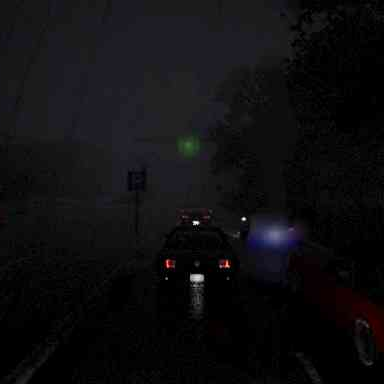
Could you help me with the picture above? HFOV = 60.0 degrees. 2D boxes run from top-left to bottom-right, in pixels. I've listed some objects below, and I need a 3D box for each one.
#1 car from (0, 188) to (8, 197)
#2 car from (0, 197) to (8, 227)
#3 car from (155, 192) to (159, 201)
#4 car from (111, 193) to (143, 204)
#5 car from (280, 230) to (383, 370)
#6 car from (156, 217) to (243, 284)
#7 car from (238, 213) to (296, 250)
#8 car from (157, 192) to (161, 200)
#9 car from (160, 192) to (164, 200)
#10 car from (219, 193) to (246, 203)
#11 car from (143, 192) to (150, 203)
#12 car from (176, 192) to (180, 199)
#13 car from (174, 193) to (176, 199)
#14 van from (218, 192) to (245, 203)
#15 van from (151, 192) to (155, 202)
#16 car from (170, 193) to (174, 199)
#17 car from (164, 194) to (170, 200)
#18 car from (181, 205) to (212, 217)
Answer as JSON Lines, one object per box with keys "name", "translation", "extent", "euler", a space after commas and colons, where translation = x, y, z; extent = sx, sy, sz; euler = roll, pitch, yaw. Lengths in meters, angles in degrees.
{"name": "car", "translation": [-28.195, 0.143, 48.417], "extent": [2.002, 1.452, 4.674], "euler": [6, -3, -19]}
{"name": "car", "translation": [-13.640, 1.403, 19.751], "extent": [4.553, 1.767, 2.185], "euler": [-1, 0, -19]}
{"name": "car", "translation": [-10.055, 1.333, 69.514], "extent": [4.892, 1.521, 2.231], "euler": [-1, 0, -14]}
{"name": "car", "translation": [-11.479, 1.367, 57.558], "extent": [4.792, 1.488, 2.163], "euler": [-1, 0, -15]}
{"name": "car", "translation": [3.122, 1.611, 5.659], "extent": [1.895, 1.301, 4.718], "euler": [0, 0, 0]}
{"name": "car", "translation": [0.129, 1.619, 9.611], "extent": [1.895, 1.301, 4.718], "euler": [0, 0, 0]}
{"name": "car", "translation": [3.160, 1.590, 14.413], "extent": [1.994, 1.385, 4.181], "euler": [0, 0, 1]}
{"name": "car", "translation": [-9.684, 1.372, 72.510], "extent": [4.674, 1.452, 2.002], "euler": [-1, 0, -13]}
{"name": "car", "translation": [-9.314, 1.372, 75.512], "extent": [4.674, 1.452, 2.002], "euler": [-1, 0, -13]}
{"name": "car", "translation": [7.628, 1.152, 63.134], "extent": [4.553, 1.767, 2.185], "euler": [1, 0, -14]}
{"name": "car", "translation": [-10.836, 1.325, 60.551], "extent": [5.366, 1.575, 1.946], "euler": [-1, 0, -15]}
{"name": "car", "translation": [-6.672, 1.331, 93.441], "extent": [5.008, 1.535, 2.097], "euler": [-1, 0, -11]}
{"name": "car", "translation": [-7.633, 1.332, 87.480], "extent": [5.008, 1.535, 2.097], "euler": [-1, 0, -12]}
{"name": "van", "translation": [7.247, 1.053, 60.164], "extent": [4.442, 1.987, 1.878], "euler": [1, 0, -14]}
{"name": "van", "translation": [-10.281, 1.104, 66.543], "extent": [4.442, 1.987, 1.878], "euler": [-1, 0, -14]}
{"name": "car", "translation": [-8.053, 1.080, 84.501], "extent": [5.566, 2.045, 2.435], "euler": [-1, 0, -12]}
{"name": "car", "translation": [-8.502, 1.372, 81.494], "extent": [4.674, 1.452, 2.002], "euler": [-1, 0, -12]}
{"name": "car", "translation": [0.274, 1.563, 21.179], "extent": [1.812, 1.442, 4.674], "euler": [0, 0, 1]}
